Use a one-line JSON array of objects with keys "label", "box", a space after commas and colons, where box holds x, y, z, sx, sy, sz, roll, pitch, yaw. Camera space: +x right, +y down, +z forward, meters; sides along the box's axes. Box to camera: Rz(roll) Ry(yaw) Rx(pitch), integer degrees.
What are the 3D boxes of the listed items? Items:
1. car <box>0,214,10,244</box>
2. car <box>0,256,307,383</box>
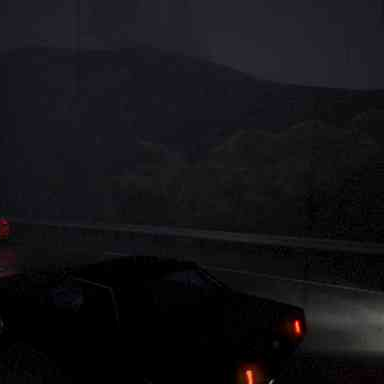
[{"label": "car", "box": [-10.009, 1.332, 14.346, 4.553, 1.767, 2.097, 0, 0, 31]}, {"label": "car", "box": [-1.048, 1.594, 4.599, 4.718, 1.301, 1.895, 0, 0, 34]}]
